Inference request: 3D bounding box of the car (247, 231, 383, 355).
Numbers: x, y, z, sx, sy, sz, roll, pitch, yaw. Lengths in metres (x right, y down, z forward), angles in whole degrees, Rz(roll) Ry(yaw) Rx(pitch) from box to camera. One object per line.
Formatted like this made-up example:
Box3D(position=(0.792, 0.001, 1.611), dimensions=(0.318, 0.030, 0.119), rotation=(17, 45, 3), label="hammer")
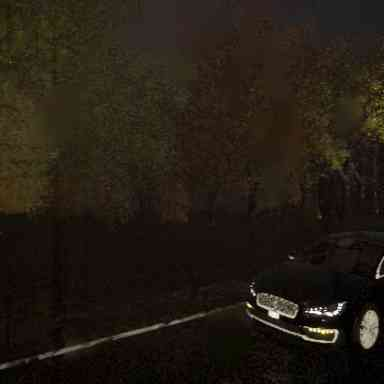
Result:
Box3D(position=(3.167, 1.549, 6.248), dimensions=(4.892, 1.490, 1.837), rotation=(0, 0, -35), label="car")
